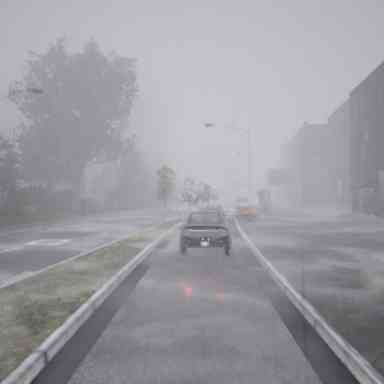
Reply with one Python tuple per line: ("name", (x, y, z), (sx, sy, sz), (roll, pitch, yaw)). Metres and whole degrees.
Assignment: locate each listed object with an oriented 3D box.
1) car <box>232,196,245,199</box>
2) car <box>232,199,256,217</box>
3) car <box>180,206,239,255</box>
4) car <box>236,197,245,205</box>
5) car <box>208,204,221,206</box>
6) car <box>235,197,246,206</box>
("car", (9.737, 1.897, 66.356), (2.435, 2.045, 5.566), (0, -1, 8))
("car", (5.320, 1.761, 33.425), (2.097, 1.535, 5.008), (0, -1, 7))
("car", (0.566, 1.553, 13.687), (2.128, 1.511, 4.902), (0, 0, 3))
("car", (11.953, 2.204, 82.790), (2.185, 1.767, 4.553), (1, 0, 7))
("car", (1.993, 1.804, 30.026), (1.994, 1.385, 4.181), (0, -1, 6))
("car", (10.470, 2.083, 71.791), (2.185, 1.767, 4.553), (0, -1, 8))
